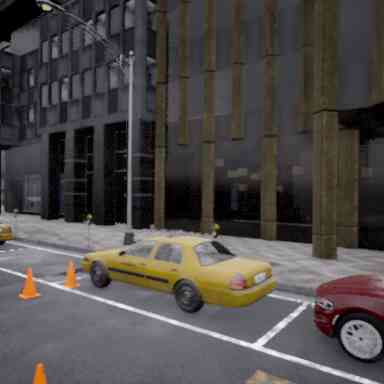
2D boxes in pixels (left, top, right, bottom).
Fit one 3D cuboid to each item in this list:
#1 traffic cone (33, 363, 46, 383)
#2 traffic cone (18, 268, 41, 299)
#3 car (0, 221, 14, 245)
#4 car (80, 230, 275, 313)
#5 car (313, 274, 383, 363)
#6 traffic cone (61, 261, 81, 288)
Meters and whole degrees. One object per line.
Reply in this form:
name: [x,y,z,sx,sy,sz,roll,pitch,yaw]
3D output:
traffic cone: [-1.469,1.954,3.200,0.340,0.580,0.340,0,0,36]
traffic cone: [-3.498,1.944,7.185,0.340,0.580,0.340,0,0,36]
car: [-9.345,1.473,14.040,4.829,1.417,1.752,0,0,36]
car: [-0.597,1.547,7.579,4.829,1.417,1.752,0,0,36]
car: [3.913,1.605,4.248,4.507,1.381,1.887,0,0,36]
traffic cone: [-2.904,1.953,7.990,0.340,0.580,0.340,0,0,36]
